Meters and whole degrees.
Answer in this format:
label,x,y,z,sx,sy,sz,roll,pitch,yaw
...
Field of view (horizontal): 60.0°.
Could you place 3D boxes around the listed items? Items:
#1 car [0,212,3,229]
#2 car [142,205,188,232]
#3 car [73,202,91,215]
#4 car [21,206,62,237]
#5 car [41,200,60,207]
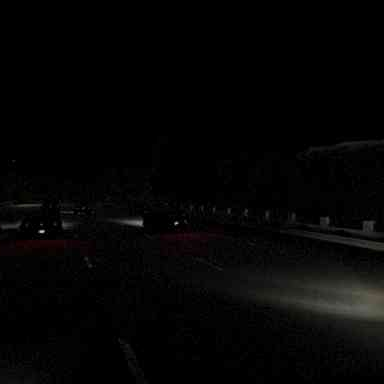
label,x,y,z,sx,sy,sz,roll,pitch,yaw
car,-12.503,1.609,19.584,1.882,1.535,5.008,0,-1,-22
car,-1.806,1.592,21.147,2.128,1.511,4.902,0,-1,-22
car,-13.373,1.961,40.362,2.033,1.411,5.357,0,-1,-22
car,-8.374,1.703,18.718,1.895,1.301,4.718,0,-1,-22
car,-17.374,1.795,40.911,2.097,1.767,4.553,0,-1,-22
